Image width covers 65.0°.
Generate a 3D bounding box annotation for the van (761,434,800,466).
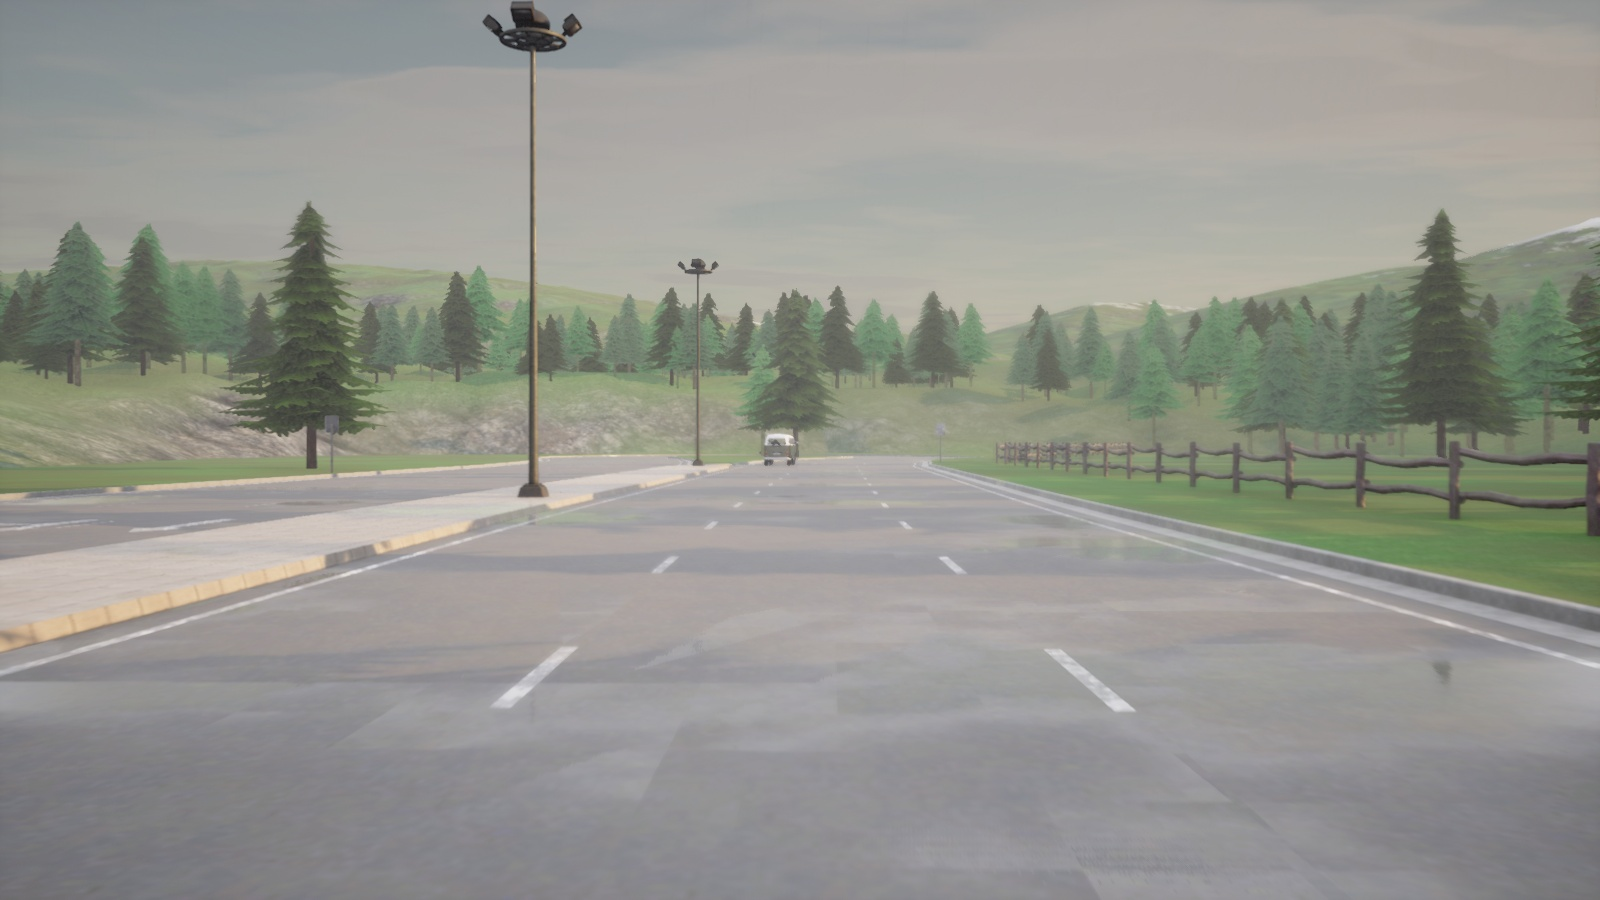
[{"bbox_3d":[-1.259,-0.004,82.500,2.069,2.038,4.480,0,0,6],"label":"van"}]
